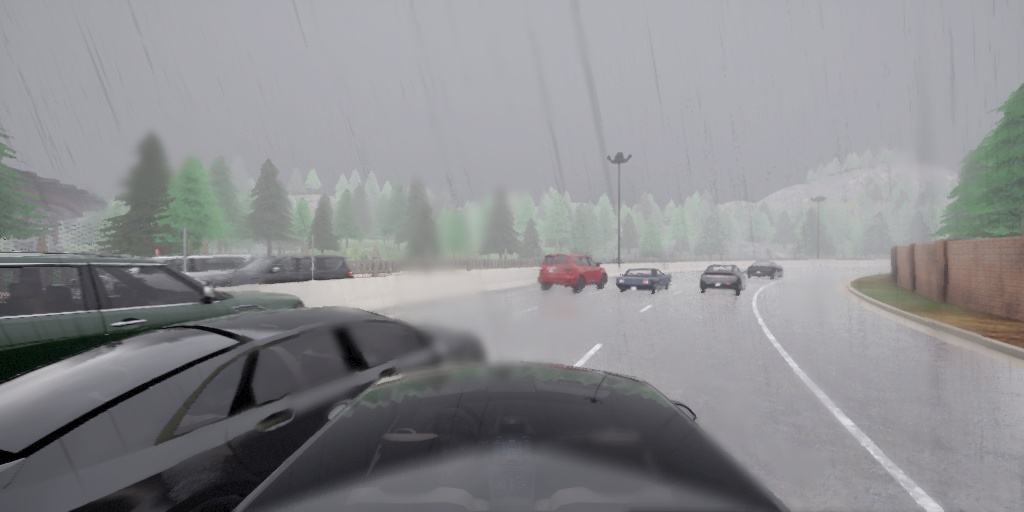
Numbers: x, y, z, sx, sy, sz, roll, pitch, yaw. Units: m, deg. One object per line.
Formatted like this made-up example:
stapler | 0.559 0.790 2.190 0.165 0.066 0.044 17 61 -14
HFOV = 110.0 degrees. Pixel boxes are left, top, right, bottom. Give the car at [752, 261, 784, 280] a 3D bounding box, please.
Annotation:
car | 22.405 1.206 31.630 5.008 1.535 1.882 0 0 -43

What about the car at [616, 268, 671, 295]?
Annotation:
car | 7.489 1.338 20.039 1.895 1.301 4.718 0 0 35

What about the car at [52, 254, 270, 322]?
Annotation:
car | -12.790 0.966 13.690 2.150 2.045 5.566 0 0 27

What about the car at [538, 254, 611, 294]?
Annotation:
car | 3.612 0.951 20.596 2.150 2.045 5.566 0 -1 35

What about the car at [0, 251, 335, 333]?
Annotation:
car | -5.347 0.969 4.384 2.150 2.045 5.566 0 0 23

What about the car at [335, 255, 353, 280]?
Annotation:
car | -8.842 0.966 13.743 2.150 2.045 5.566 0 0 28

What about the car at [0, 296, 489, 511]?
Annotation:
car | -1.900 1.255 3.441 1.837 1.490 4.892 0 0 23

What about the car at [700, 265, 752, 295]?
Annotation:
car | 11.757 1.227 19.872 2.128 1.511 4.902 0 0 37

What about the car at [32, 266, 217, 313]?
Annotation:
car | -15.925 1.234 15.138 2.128 1.511 4.902 0 0 27

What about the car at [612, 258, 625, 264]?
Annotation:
car | 12.898 1.025 46.915 4.892 1.490 1.837 0 0 -41
